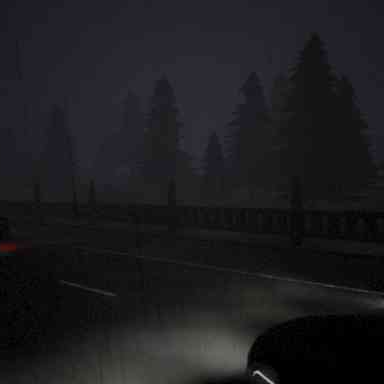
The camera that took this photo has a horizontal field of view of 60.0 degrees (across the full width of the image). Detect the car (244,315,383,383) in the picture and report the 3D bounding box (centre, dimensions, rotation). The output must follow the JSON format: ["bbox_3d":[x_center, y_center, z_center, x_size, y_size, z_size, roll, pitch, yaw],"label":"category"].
[{"bbox_3d":[2.601,1.525,2.136,4.674,1.442,1.812,0,0,36],"label":"car"}]

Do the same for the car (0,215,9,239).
[{"bbox_3d":[-10.712,1.479,15.929,5.008,1.535,1.882,0,0,36],"label":"car"}]
